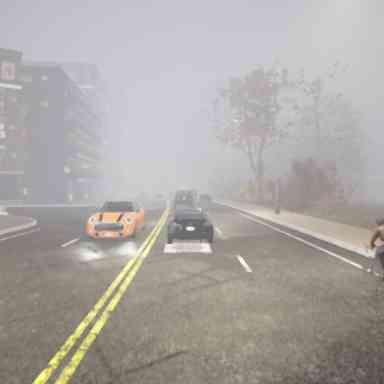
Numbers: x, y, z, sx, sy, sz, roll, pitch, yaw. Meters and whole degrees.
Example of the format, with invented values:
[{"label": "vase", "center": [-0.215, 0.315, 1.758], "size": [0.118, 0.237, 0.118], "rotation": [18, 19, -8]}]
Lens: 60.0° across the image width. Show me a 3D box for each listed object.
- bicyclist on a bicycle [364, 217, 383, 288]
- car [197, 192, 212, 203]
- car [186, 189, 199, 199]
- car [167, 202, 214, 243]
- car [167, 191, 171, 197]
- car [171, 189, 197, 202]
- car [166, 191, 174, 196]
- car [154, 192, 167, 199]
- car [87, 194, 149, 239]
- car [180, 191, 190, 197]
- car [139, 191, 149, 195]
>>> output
[{"label": "bicyclist on a bicycle", "center": [4.085, 1.366, 7.037], "size": [0.582, 1.620, 1.656], "rotation": [0, 0, -1]}, {"label": "car", "center": [1.699, 0.947, 46.688], "size": [1.837, 1.490, 4.892], "rotation": [0, 1, -4]}, {"label": "car", "center": [-0.028, 0.409, 66.799], "size": [2.150, 2.045, 5.566], "rotation": [0, 0, -5]}, {"label": "car", "center": [-0.103, 1.386, 15.088], "size": [1.994, 1.385, 4.181], "rotation": [0, 1, -1]}, {"label": "car", "center": [-4.770, 0.507, 80.318], "size": [1.882, 1.535, 5.008], "rotation": [0, 1, -7]}, {"label": "car", "center": [-0.978, 0.778, 37.508], "size": [2.150, 2.045, 5.566], "rotation": [0, 1, -3]}, {"label": "car", "center": [-6.024, 0.365, 90.336], "size": [1.994, 1.385, 4.181], "rotation": [0, 1, -8]}, {"label": "car", "center": [-6.943, 0.713, 70.434], "size": [1.994, 1.385, 4.181], "rotation": [0, 1, -6]}, {"label": "car", "center": [-3.507, 1.164, 16.109], "size": [2.097, 1.767, 4.553], "rotation": [0, 1, -1]}, {"label": "car", "center": [-1.782, 0.549, 82.706], "size": [1.994, 1.385, 4.181], "rotation": [0, 1, -7]}, {"label": "car", "center": [-10.172, 0.525, 70.061], "size": [2.097, 1.767, 4.553], "rotation": [0, 1, -6]}]
